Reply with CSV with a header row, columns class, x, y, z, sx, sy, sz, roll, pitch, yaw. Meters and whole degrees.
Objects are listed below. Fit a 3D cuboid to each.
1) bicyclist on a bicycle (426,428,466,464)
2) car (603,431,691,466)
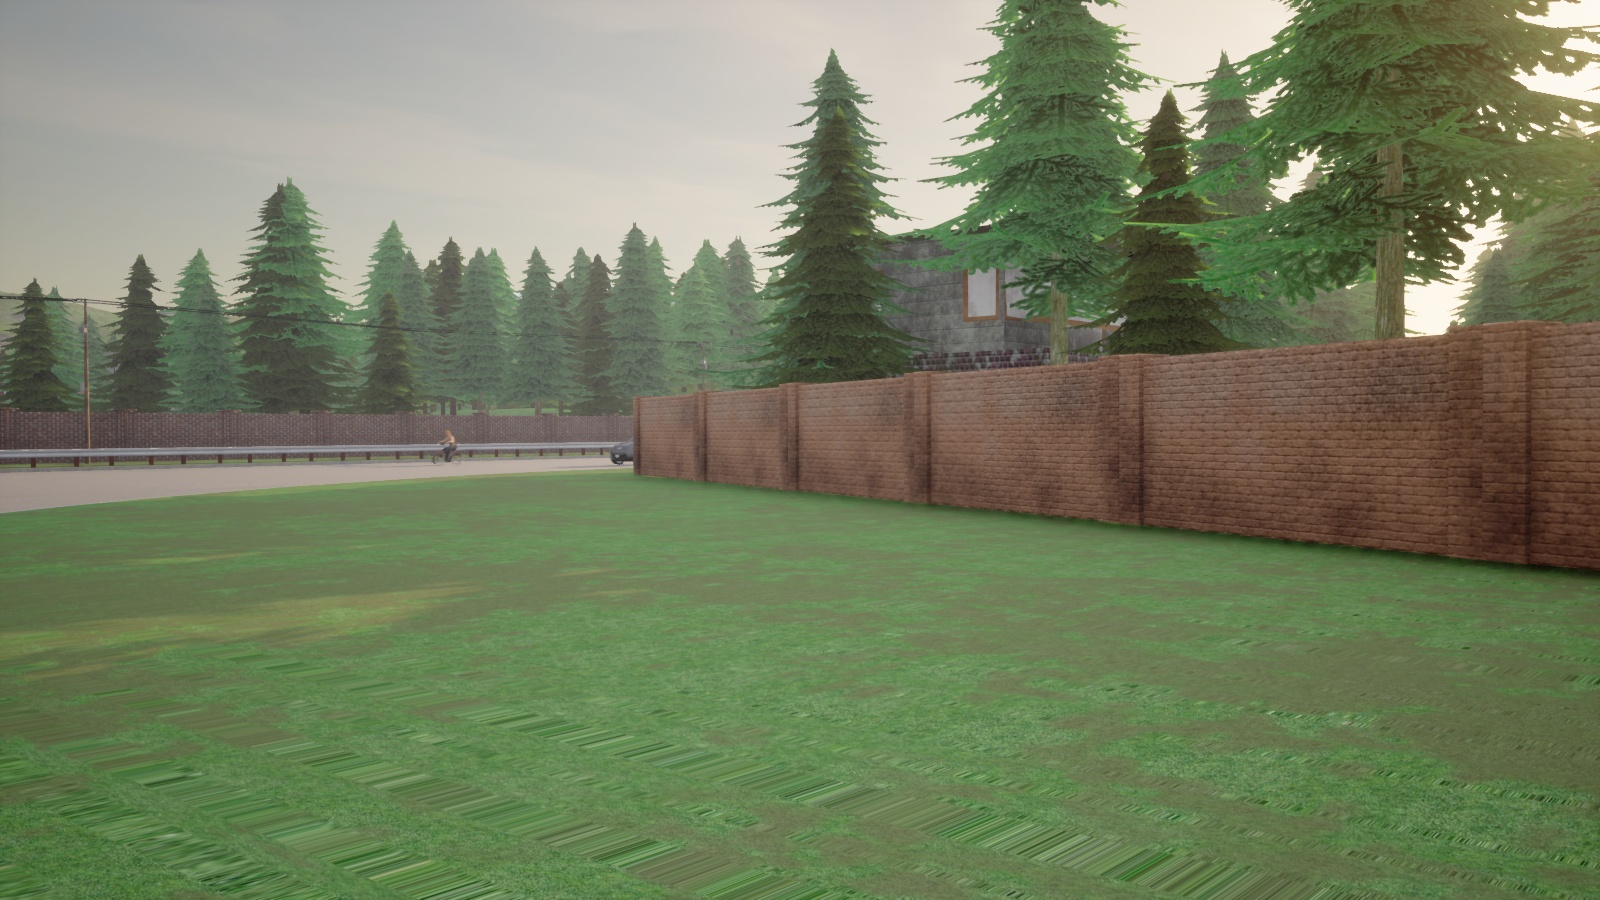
class,x,y,z,sx,sy,sz,roll,pitch,yaw
bicyclist on a bicycle,-16.092,-0.211,57.066,0.866,1.612,1.509,1,1,42
car,-6.920,-0.097,56.892,1.845,1.501,3.633,1,1,41
